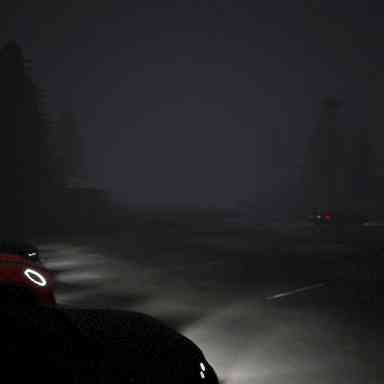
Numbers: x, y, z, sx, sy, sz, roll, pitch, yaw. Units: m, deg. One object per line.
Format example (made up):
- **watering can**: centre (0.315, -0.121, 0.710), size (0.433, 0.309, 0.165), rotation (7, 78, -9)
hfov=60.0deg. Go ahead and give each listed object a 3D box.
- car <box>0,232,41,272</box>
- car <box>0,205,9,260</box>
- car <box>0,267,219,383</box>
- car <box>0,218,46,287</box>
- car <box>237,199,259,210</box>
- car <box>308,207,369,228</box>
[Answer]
- **car**: centre (-4.470, 1.343, 4.855), size (4.553, 1.767, 2.097), rotation (1, 0, -35)
- **car**: centre (-8.601, 1.343, 10.627), size (4.553, 1.767, 2.097), rotation (1, 0, -37)
- **car**: centre (-1.778, 1.563, 2.476), size (4.181, 1.385, 1.994), rotation (1, 0, -35)
- **car**: centre (-6.291, 1.498, 7.855), size (4.892, 1.490, 1.837), rotation (1, -1, -35)
- **car**: centre (8.308, 1.848, 49.802), size (2.128, 1.511, 4.902), rotation (1, 0, -14)
- **car**: centre (10.759, 1.775, 24.307), size (5.357, 1.411, 2.033), rotation (1, 0, -35)
